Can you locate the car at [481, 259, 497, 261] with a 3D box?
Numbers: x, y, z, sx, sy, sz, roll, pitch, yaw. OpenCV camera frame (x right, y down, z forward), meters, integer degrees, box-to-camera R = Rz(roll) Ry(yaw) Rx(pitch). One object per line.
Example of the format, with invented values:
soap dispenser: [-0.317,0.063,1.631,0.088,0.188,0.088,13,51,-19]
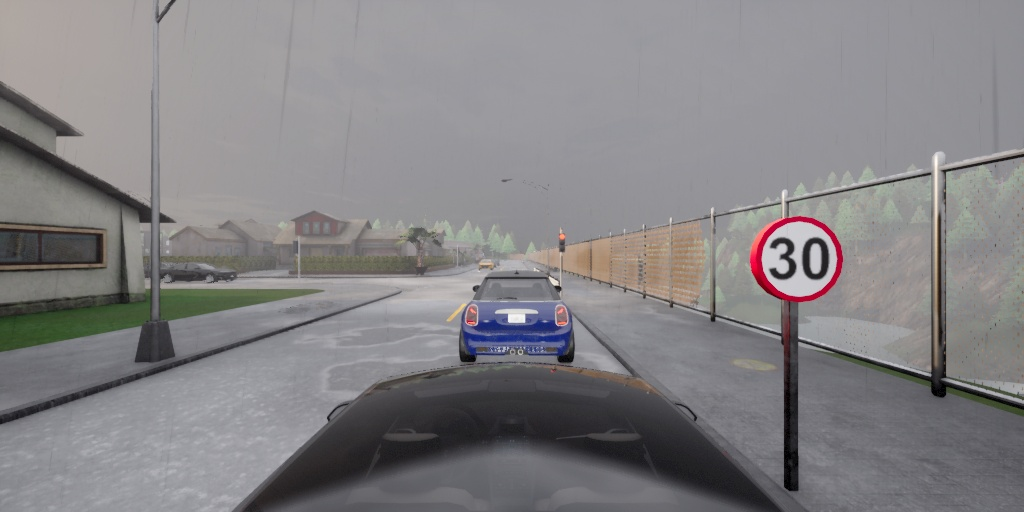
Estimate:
car: [-3.657,1.228,51.213,1.882,1.535,5.008,0,0,1]

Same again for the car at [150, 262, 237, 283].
car: [-23.299,1.228,26.689,5.008,1.535,1.882,0,0,1]

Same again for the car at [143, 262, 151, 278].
car: [-31.161,1.254,30.952,4.892,1.490,1.837,0,0,1]

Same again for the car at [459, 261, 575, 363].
car: [0.116,1.102,8.344,2.097,1.767,4.553,0,0,1]
